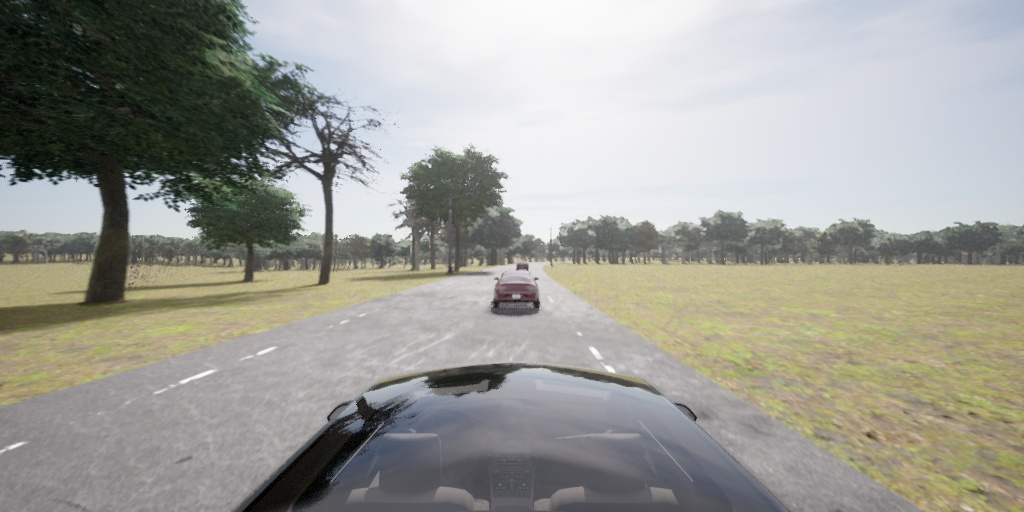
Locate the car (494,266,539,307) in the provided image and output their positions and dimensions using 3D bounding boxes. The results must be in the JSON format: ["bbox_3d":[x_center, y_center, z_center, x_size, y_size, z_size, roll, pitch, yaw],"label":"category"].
[{"bbox_3d":[0.201,1.364,15.787,1.812,1.442,4.674,0,0,1],"label":"car"}]

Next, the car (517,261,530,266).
[{"bbox_3d":[1.784,1.594,57.667,1.882,1.535,5.008,0,0,4],"label":"car"}]
